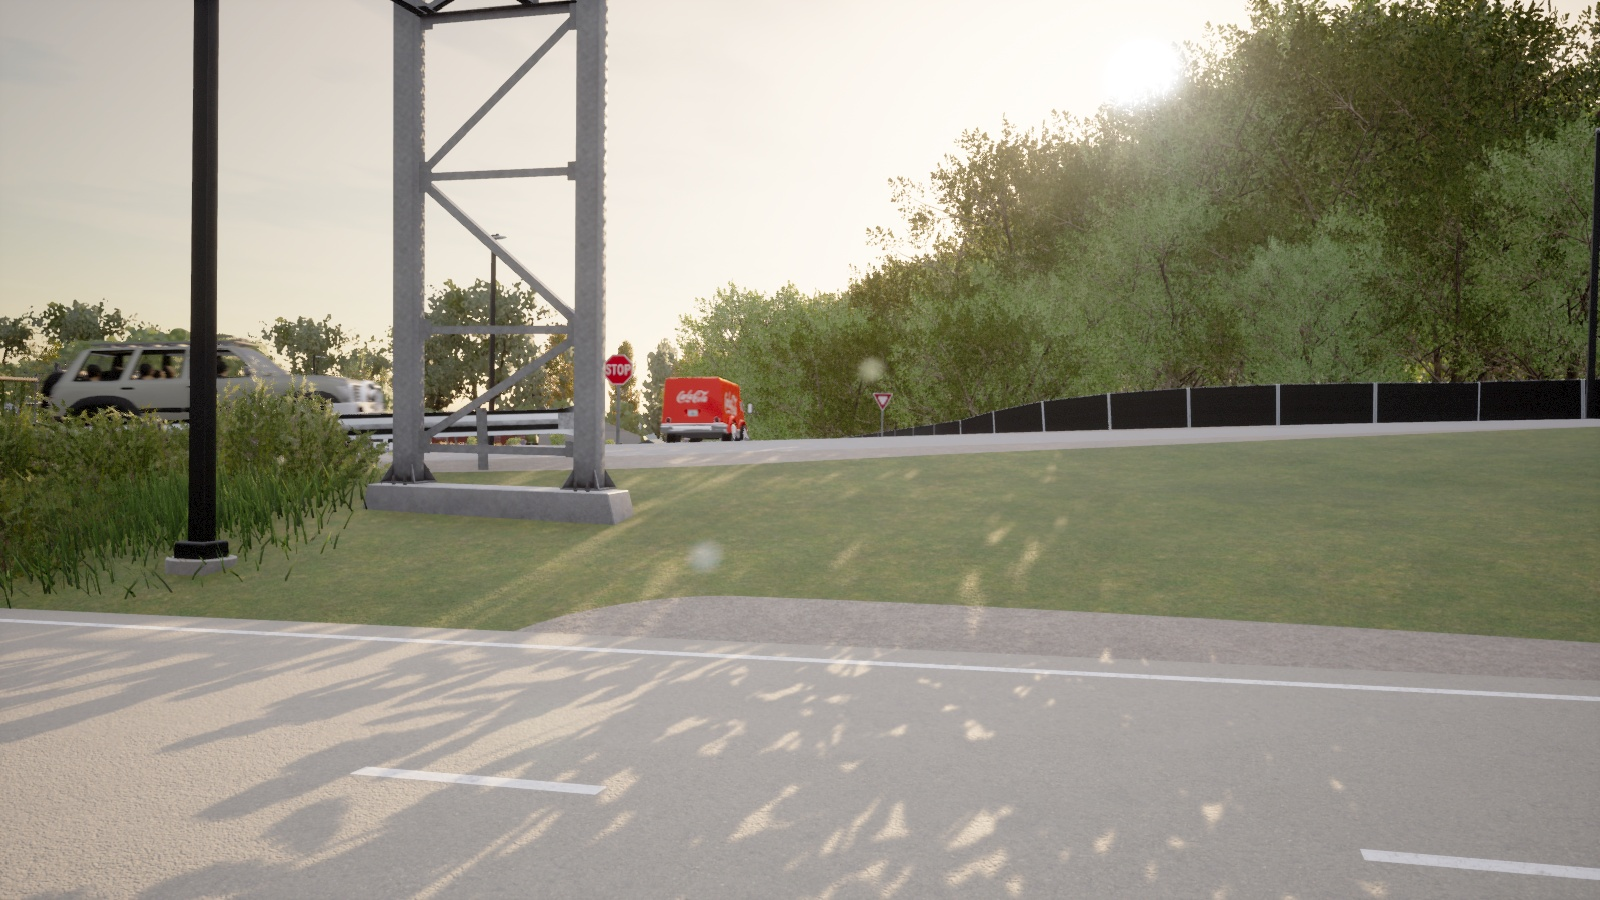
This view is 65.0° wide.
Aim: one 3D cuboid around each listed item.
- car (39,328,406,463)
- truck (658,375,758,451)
[{"bbox_3d":[-8.532,-0.817,18.930,4.605,1.855,1.932,-1,1,-6],"label":"car"},{"bbox_3d":[-3.436,-1.343,48.272,2.627,2.467,5.204,0,-3,10],"label":"truck"}]
